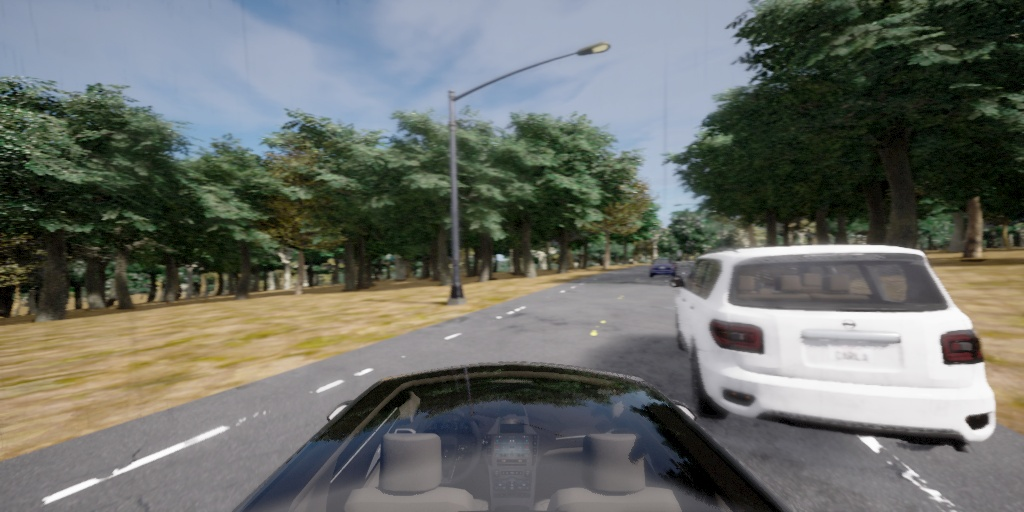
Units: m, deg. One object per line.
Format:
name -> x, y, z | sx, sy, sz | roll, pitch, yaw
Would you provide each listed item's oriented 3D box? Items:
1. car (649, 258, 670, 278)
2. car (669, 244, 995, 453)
car -> 13.598, 0.958, 32.266 | 2.097, 1.767, 4.553 | -2, 0, 25
car -> 3.791, 0.904, 5.480 | 2.150, 2.045, 5.566 | -2, -1, 21
